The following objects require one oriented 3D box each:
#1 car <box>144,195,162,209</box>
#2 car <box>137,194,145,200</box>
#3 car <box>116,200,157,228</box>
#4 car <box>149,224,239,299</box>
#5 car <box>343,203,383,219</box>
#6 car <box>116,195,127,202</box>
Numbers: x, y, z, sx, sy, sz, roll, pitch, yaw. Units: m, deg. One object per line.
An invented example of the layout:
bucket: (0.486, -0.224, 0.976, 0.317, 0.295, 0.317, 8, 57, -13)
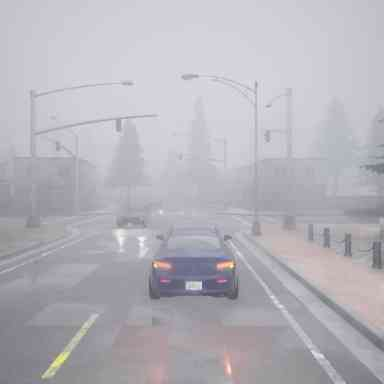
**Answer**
car: (-4.957, 1.443, 43.580, 1.882, 1.535, 5.008, 0, 0, -6)
car: (-8.453, 1.317, 58.839, 2.097, 1.767, 4.553, 0, 0, -20)
car: (-3.774, 1.538, 22.594, 2.033, 1.411, 5.357, 0, 0, -2)
car: (0.045, 1.526, 8.305, 1.812, 1.442, 4.674, 0, 0, 0)
car: (15.459, 1.585, 28.173, 4.718, 1.301, 1.895, 0, 0, 2)
car: (-15.072, 1.455, 72.258, 1.837, 1.490, 4.892, 0, 0, -31)
